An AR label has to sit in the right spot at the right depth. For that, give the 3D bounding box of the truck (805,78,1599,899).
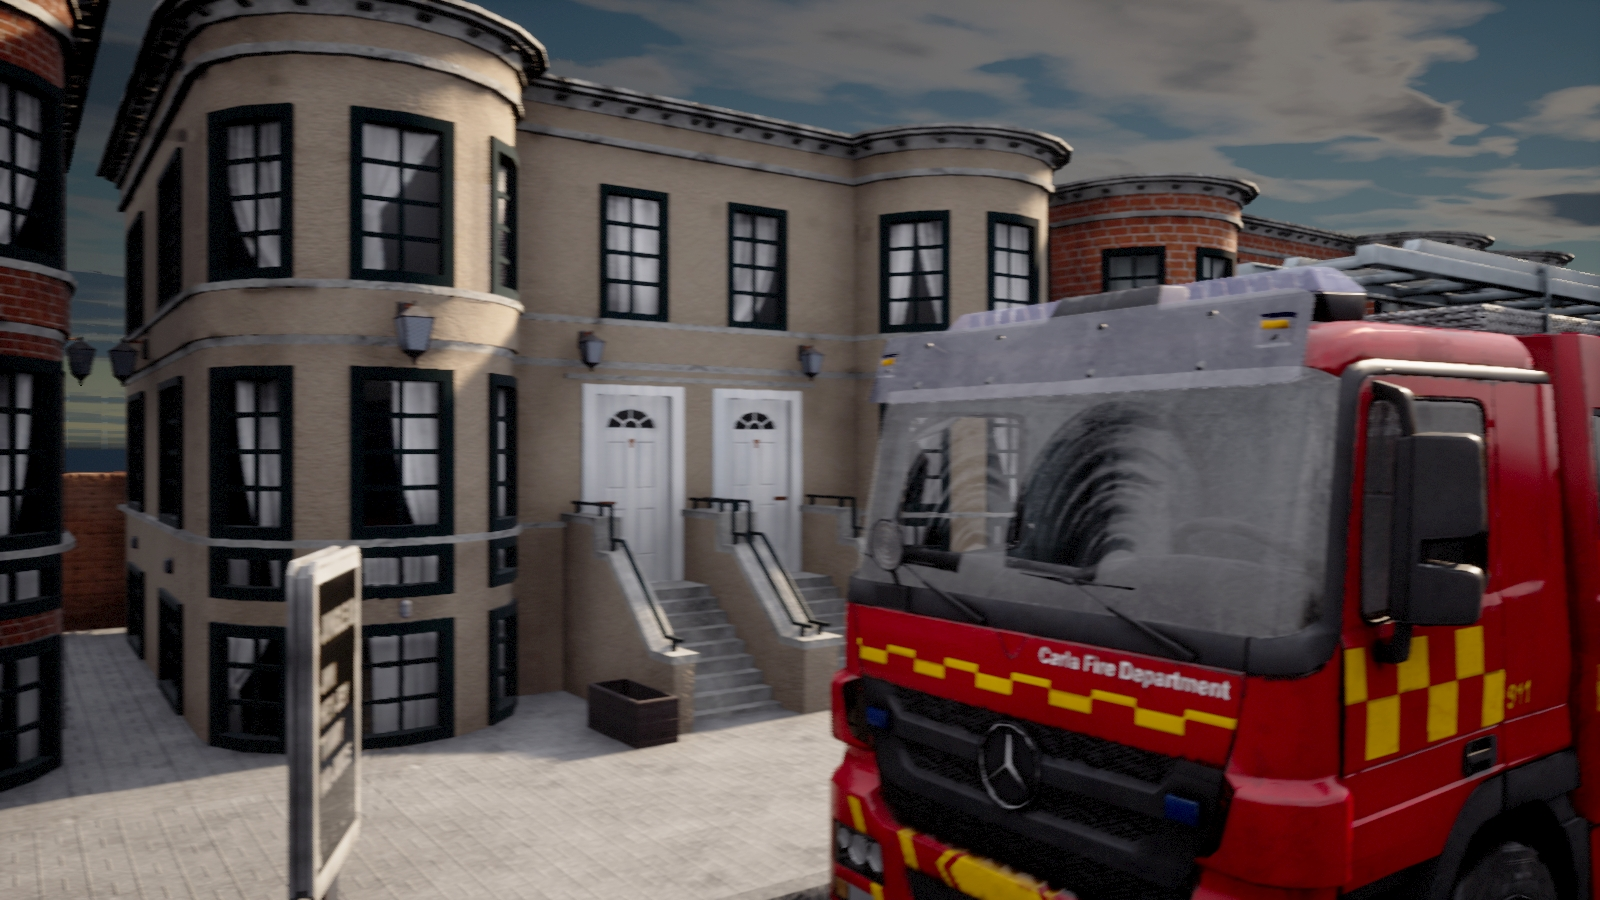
[{"bbox_3d":[4.323,0.670,7.429,8.468,3.827,2.891,0,0,-35],"label":"truck"}]
